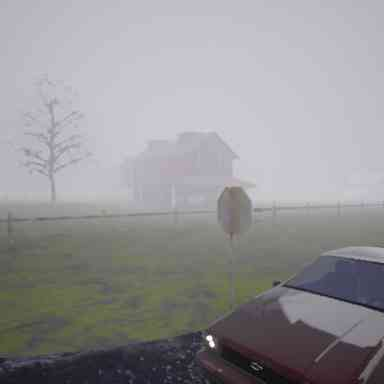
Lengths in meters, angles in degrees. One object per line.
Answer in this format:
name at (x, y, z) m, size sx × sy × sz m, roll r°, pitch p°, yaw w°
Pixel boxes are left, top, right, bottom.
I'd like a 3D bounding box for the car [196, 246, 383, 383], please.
car at (2.618, 1.548, 4.714) m, size 5.357 × 1.411 × 2.033 m, roll 0°, pitch 0°, yaw -38°
